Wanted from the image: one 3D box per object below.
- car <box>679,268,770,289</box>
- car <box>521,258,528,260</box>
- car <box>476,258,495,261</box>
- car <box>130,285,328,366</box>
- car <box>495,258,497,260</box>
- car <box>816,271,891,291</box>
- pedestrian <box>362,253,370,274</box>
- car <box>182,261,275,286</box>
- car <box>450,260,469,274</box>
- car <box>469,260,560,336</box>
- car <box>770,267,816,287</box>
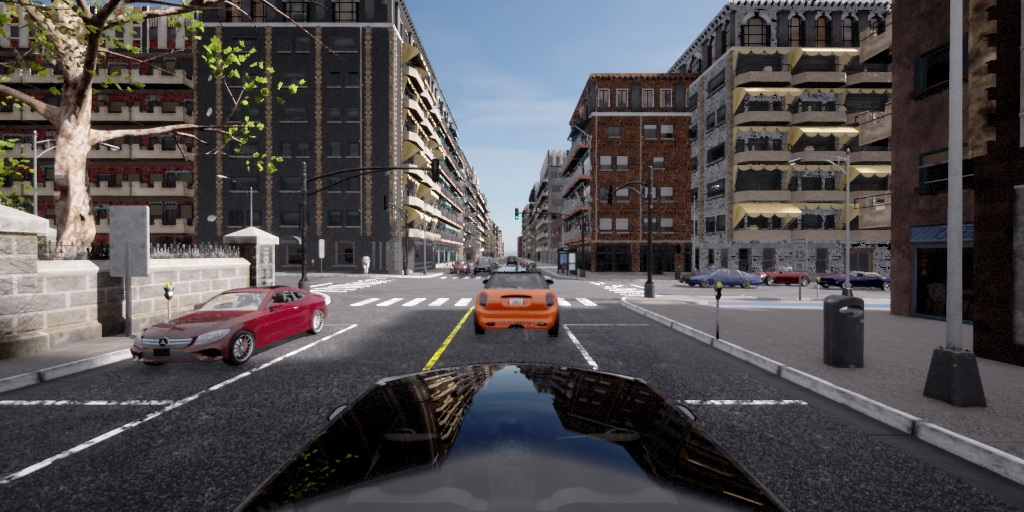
[{"bbox_3d":[15.211,1.589,26.166,5.357,1.411,2.033,1,0,-1],"label":"car"},{"bbox_3d":[2.614,1.309,51.617,2.007,1.370,4.403,0,0,0],"label":"car"},{"bbox_3d":[-3.159,1.261,39.741,1.837,1.490,4.892,0,0,0],"label":"car"},{"bbox_3d":[-5.697,1.333,7.922,1.802,1.307,4.207,0,0,0],"label":"car"},{"bbox_3d":[-3.149,1.322,49.399,1.994,1.385,4.181,0,0,2],"label":"car"},{"bbox_3d":[25.245,1.820,26.300,4.718,1.301,1.895,1,0,-1],"label":"car"},{"bbox_3d":[-12.758,0.658,31.314,0.375,1.860,0.375,0,-1,-1],"label":"pedestrian"},{"bbox_3d":[-17.680,1.039,22.514,4.181,1.385,1.994,1,0,-1],"label":"car"},{"bbox_3d":[-5.749,1.196,40.332,1.967,1.591,4.097,0,0,0],"label":"car"},{"bbox_3d":[0.171,1.102,10.571,2.097,1.767,4.553,0,0,2],"label":"car"},{"bbox_3d":[21.339,1.576,28.811,4.097,1.591,1.967,0,0,-1],"label":"car"}]
